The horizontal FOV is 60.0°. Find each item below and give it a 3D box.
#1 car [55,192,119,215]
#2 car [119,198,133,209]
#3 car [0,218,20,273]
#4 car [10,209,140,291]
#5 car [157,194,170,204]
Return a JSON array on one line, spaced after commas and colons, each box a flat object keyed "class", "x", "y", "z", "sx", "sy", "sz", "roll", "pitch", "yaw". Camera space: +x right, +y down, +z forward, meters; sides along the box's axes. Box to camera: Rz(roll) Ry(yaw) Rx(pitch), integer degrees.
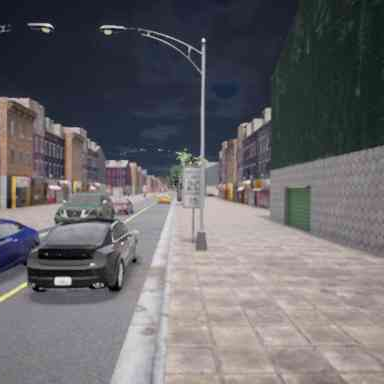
[{"class": "car", "x": -5.856, "y": 1.021, "z": 18.824, "sx": 2.150, "sy": 2.045, "sz": 5.566, "roll": 1, "pitch": 0, "yaw": -2}, {"class": "car", "x": -6.355, "y": 1.242, "z": 29.592, "sx": 1.812, "sy": 1.442, "sz": 4.674, "roll": 1, "pitch": 0, "yaw": -2}, {"class": "car", "x": -5.377, "y": 1.408, "z": 8.217, "sx": 1.812, "sy": 1.442, "sz": 4.674, "roll": 1, "pitch": 0, "yaw": -3}, {"class": "car", "x": -2.542, "y": 1.414, "z": 8.684, "sx": 1.837, "sy": 1.490, "sz": 4.892, "roll": 1, "pitch": 0, "yaw": -3}, {"class": "car", "x": -4.481, "y": 1.062, "z": 52.670, "sx": 1.882, "sy": 1.535, "sz": 5.008, "roll": 1, "pitch": 0, "yaw": -3}]
